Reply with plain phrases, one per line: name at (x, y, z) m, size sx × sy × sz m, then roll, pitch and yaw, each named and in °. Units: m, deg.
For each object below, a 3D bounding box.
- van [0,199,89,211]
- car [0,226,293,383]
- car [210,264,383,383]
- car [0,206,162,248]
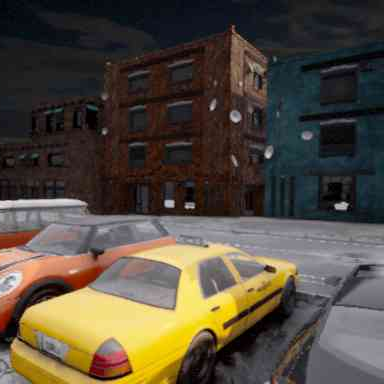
van at (-4.370, 1.193, 8.408) m, size 1.878 × 1.987 × 4.442 m, roll 0°, pitch 0°, yaw 35°
car at (0.149, 1.457, 5.268) m, size 1.946 × 1.575 × 5.366 m, roll 1°, pitch 0°, yaw 36°
car at (2.305, 1.520, 3.499) m, size 2.002 × 1.452 × 4.674 m, roll 1°, pitch 0°, yaw 35°
car at (-2.206, 1.314, 6.759) m, size 2.185 × 1.767 × 4.553 m, roll 1°, pitch 0°, yaw 36°
